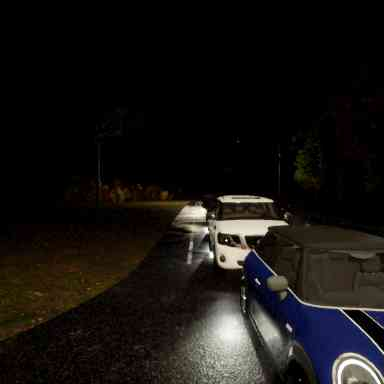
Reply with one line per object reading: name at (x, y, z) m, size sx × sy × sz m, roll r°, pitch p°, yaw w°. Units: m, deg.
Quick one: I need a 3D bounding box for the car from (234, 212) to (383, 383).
car at (1.936, 1.338, 4.186) m, size 2.097 × 1.767 × 4.553 m, roll 0°, pitch 0°, yaw -1°

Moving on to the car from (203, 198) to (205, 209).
car at (1.881, 1.380, 23.119) m, size 1.837 × 1.490 × 4.892 m, roll 0°, pitch 0°, yaw 1°

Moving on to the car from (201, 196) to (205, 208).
car at (2.232, 1.253, 43.138) m, size 1.882 × 1.535 × 5.008 m, roll 0°, pitch 0°, yaw 1°

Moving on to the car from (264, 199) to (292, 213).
car at (9.091, 1.416, 35.539) m, size 1.895 × 1.301 × 4.718 m, roll 0°, pitch 0°, yaw 1°

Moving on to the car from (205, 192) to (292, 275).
car at (1.680, 1.160, 10.531) m, size 2.150 × 2.045 × 5.566 m, roll 0°, pitch 0°, yaw 1°

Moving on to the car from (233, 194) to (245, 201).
car at (9.653, 1.202, 69.152) m, size 1.994 × 1.385 × 4.181 m, roll 0°, pitch 0°, yaw 1°

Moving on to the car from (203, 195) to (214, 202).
car at (3.340, 1.249, 67.119) m, size 1.895 × 1.301 × 4.718 m, roll 0°, pitch 0°, yaw 6°
